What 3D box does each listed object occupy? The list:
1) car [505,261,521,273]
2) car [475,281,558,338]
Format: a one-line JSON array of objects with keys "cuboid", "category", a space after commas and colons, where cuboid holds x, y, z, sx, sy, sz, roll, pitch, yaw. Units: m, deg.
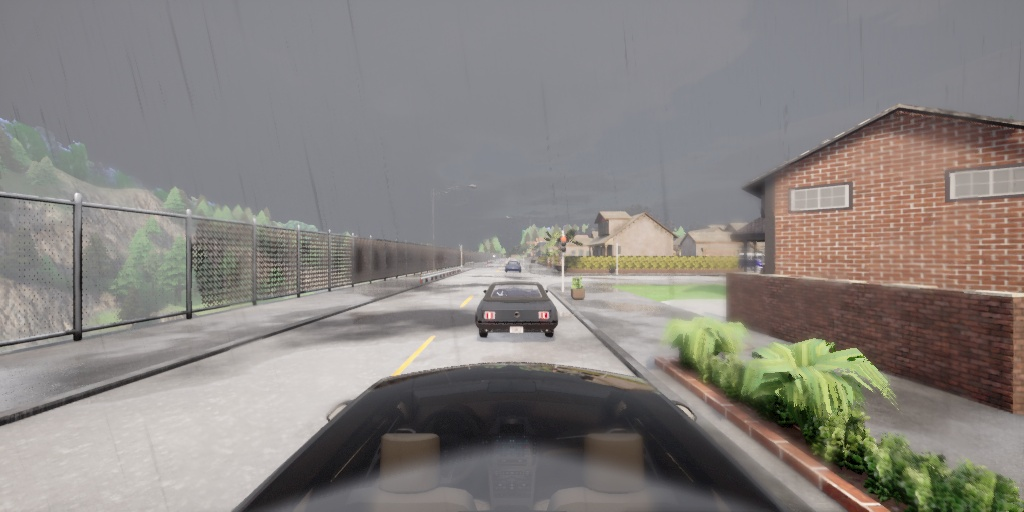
[{"cuboid": [0.152, 1.314, 44.793, 1.994, 1.385, 4.181, 0, 0, 0], "category": "car"}, {"cuboid": [0.109, 1.351, 10.206, 1.895, 1.301, 4.718, 0, 0, 0], "category": "car"}]
